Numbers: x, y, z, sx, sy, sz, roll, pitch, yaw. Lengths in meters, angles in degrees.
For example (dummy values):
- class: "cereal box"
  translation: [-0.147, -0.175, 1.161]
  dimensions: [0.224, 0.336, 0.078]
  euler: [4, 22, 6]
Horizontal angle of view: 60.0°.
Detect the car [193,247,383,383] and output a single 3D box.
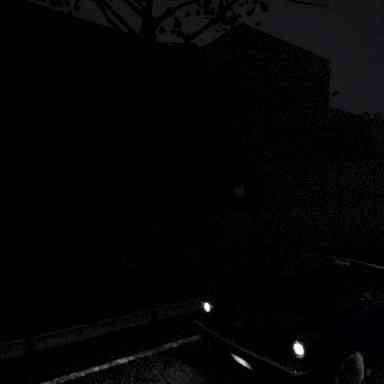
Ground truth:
- class: "car"
  translation: [2.360, 1.610, 5.053]
  dimensions: [4.718, 1.301, 1.895]
  euler: [0, 0, -35]
